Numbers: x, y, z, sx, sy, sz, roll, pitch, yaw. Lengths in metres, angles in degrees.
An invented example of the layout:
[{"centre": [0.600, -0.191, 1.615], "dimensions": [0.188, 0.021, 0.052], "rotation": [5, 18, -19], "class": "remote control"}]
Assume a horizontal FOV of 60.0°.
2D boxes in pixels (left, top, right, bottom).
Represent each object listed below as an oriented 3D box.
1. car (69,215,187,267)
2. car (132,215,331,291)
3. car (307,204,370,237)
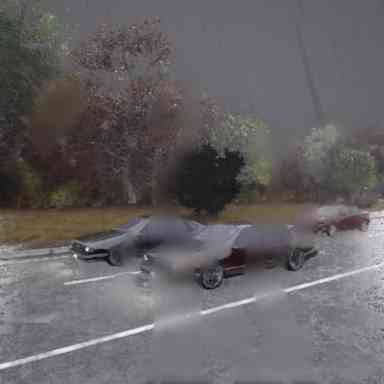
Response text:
[{"centre": [-1.324, 1.537, 11.549], "dimensions": [5.357, 1.411, 2.033], "rotation": [0, 0, -35], "class": "car"}, {"centre": [1.308, 1.536, 9.216], "dimensions": [5.357, 1.411, 2.033], "rotation": [0, 0, -35], "class": "car"}, {"centre": [7.708, 1.442, 18.043], "dimensions": [5.008, 1.535, 1.882], "rotation": [-1, 0, -36], "class": "car"}]
